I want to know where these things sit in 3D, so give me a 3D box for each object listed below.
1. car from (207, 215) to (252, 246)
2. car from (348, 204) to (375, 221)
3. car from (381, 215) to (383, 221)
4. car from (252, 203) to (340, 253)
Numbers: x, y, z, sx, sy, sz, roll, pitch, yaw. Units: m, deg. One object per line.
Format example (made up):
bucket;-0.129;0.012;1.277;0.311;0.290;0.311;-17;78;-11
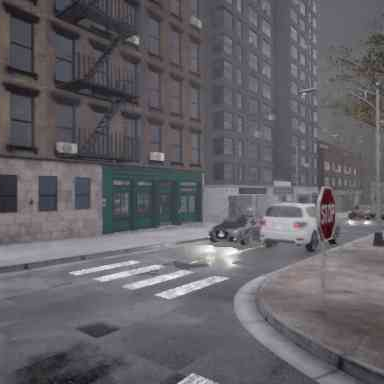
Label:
car;2.624;1.894;17.156;1.994;1.385;4.181;0;-1;38
car;19.718;2.318;38.628;2.097;1.767;4.553;0;-1;39
car;22.521;2.322;37.482;2.097;1.767;4.553;0;-1;38
car;5.253;1.546;15.725;2.150;2.045;5.566;0;-2;38
